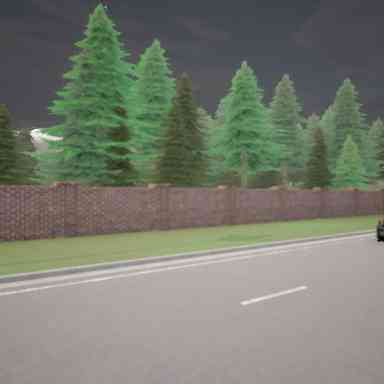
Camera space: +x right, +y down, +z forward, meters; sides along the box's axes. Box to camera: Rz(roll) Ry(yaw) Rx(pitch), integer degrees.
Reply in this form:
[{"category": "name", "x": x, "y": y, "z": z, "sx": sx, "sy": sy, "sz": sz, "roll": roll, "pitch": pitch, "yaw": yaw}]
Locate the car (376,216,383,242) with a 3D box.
[{"category": "car", "x": 10.707, "y": 1.426, "z": 15.686, "sx": 4.553, "sy": 1.767, "sz": 2.097, "roll": 0, "pitch": 0, "yaw": -35}]
